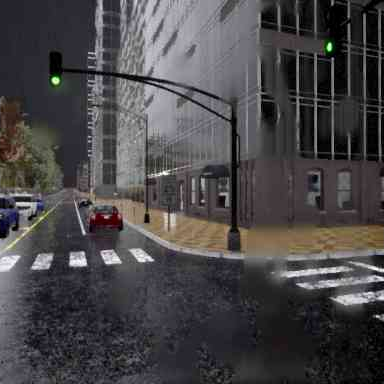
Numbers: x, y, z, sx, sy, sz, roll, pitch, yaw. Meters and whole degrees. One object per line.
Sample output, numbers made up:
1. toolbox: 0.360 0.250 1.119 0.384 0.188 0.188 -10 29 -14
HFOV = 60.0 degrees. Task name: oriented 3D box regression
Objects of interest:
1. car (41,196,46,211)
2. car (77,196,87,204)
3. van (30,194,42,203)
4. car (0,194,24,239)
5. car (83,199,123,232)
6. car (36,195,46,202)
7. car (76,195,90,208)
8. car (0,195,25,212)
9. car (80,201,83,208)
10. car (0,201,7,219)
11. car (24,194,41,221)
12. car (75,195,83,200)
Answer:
1. car: -18.353 1.449 39.158 1.882 1.535 5.008 0 0 -19
2. car: -20.857 1.466 63.099 1.752 1.417 4.829 0 0 -20
3. van: -30.613 1.263 65.446 1.690 1.788 3.998 0 0 -20
4. car: -10.493 1.208 17.338 2.150 2.045 5.566 0 0 -20
5. car: -5.363 1.429 20.188 1.967 1.590 4.097 0 0 -20
6. car: -34.475 1.474 76.136 1.802 1.307 4.206 0 0 -20
7. car: -15.010 1.535 46.905 1.947 1.339 4.313 0 0 -20
8. car: -20.964 1.284 38.719 2.192 1.841 5.009 0 0 -20
9. car: -7.293 1.552 25.531 1.947 1.339 4.313 0 0 -20
10. car: -17.105 1.527 28.028 2.008 1.369 4.403 0 0 -20
11. car: -14.088 1.202 27.301 2.150 2.045 5.566 0 0 -20
12. car: -30.446 1.447 89.658 1.802 1.307 4.206 0 0 -20
